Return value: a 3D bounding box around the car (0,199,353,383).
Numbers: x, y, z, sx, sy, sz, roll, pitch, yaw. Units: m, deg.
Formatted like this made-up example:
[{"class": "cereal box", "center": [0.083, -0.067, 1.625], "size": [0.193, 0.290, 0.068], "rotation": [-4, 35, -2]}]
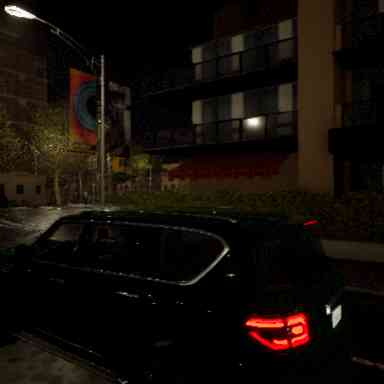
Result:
[{"class": "car", "center": [-0.861, 1.222, 4.609], "size": [5.566, 2.045, 2.150], "rotation": [0, 0, 35]}]
